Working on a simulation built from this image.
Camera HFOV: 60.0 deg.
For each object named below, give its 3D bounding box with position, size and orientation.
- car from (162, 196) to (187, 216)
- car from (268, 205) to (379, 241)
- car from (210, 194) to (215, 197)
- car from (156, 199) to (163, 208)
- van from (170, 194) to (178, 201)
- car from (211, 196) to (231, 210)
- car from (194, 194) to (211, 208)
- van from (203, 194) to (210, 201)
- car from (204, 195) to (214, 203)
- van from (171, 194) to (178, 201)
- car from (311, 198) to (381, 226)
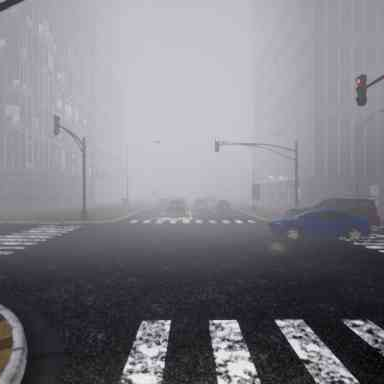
[{"bbox_3d":[-1.593,1.492,33.326,1.882,1.535,5.008,0,0,0],"label":"car"},{"bbox_3d":[6.432,1.603,16.997,5.008,1.535,1.882,2,0,-3],"label":"car"},{"bbox_3d":[3.603,1.309,63.949,2.192,1.841,5.009,0,0,0],"label":"car"},{"bbox_3d":[-4.160,1.589,47.311,1.802,1.307,4.206,0,0,0],"label":"car"},{"bbox_3d":[-4.395,1.316,80.476,1.690,1.788,3.998,0,0,0],"label":"van"},{"bbox_3d":[3.809,1.576,41.841,1.947,1.339,4.313,0,0,0],"label":"car"},{"bbox_3d":[1.242,1.498,48.980,2.128,1.511,4.902,0,0,0],"label":"car"},{"bbox_3d":[3.485,1.316,80.532,1.690,1.788,3.998,0,0,0],"label":"van"},{"bbox_3d":[3.564,1.427,69.477,1.967,1.590,4.097,0,0,0],"label":"car"},{"bbox_3d":[-4.434,1.309,86.003,1.690,1.788,3.998,0,0,0],"label":"van"},{"bbox_3d":[8.701,1.390,20.842,5.566,2.045,2.150,2,0,4],"label":"car"}]
